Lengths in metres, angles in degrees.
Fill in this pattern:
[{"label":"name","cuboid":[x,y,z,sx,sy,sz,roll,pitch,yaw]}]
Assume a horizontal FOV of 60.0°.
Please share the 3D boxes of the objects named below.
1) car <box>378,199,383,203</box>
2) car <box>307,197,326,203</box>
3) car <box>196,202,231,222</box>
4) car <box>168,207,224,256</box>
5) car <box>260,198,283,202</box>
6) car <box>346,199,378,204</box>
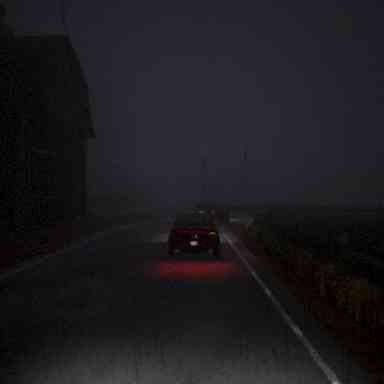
[{"label":"car","cuboid":[39.089,2.186,67.101,2.128,1.511,4.902,0,-1,3]},{"label":"car","cuboid":[32.479,2.158,85.855,3.866,1.878,1.905,0,-1,4]},{"label":"car","cuboid":[1.642,1.618,27.068,2.097,1.767,4.553,0,-1,23]},{"label":"car","cuboid":[0.107,1.615,13.856,1.882,1.535,5.008,0,0,1]},{"label":"car","cuboid":[18.658,2.063,76.448,4.605,1.855,1.932,0,-1,4]},{"label":"car","cuboid":[31.080,2.088,61.689,4.611,1.667,2.242,0,-1,4]}]
